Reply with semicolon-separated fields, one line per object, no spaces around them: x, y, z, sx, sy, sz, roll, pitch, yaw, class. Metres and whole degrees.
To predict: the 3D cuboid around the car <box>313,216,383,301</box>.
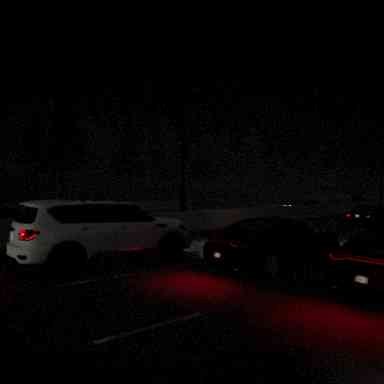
5.138;1.494;7.778;5.008;1.535;1.882;0;0;-38;car

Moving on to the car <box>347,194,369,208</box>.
27.178;1.426;54.420;2.150;2.045;5.566;0;0;38;car

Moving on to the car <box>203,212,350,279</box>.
2.616;1.500;10.252;5.008;1.535;1.882;0;0;-38;car

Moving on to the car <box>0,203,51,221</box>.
-14.598;1.667;28.058;4.718;1.301;1.895;0;0;-37;car

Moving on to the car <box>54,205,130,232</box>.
-6.354;1.614;21.279;4.181;1.385;1.994;0;0;-37;car

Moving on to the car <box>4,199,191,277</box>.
-2.685;1.246;10.566;5.566;2.045;2.150;0;0;-37;car

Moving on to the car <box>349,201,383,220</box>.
12.513;1.596;23.145;5.357;1.411;2.033;0;0;-42;car
